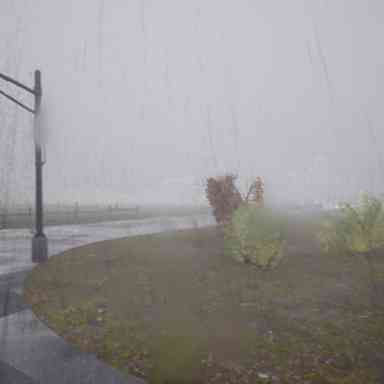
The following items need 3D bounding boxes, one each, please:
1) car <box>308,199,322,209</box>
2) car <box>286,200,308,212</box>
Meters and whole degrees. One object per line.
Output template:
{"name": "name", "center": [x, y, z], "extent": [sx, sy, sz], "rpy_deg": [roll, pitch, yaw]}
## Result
{"name": "car", "center": [20.601, 2.029, 56.725], "extent": [2.097, 1.767, 4.553], "rpy_deg": [-1, -1, 36]}
{"name": "car", "center": [14.603, 2.054, 48.316], "extent": [2.128, 1.511, 4.902], "rpy_deg": [-1, -1, 36]}
